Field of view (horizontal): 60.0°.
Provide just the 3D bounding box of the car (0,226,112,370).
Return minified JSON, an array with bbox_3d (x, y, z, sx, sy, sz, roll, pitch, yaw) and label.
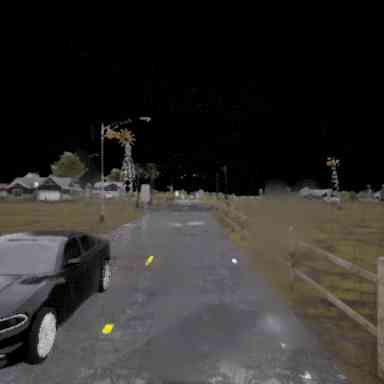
[{"bbox_3d":[-2.850,1.467,6.040,1.882,1.535,5.008,0,0,0],"label":"car"}]
